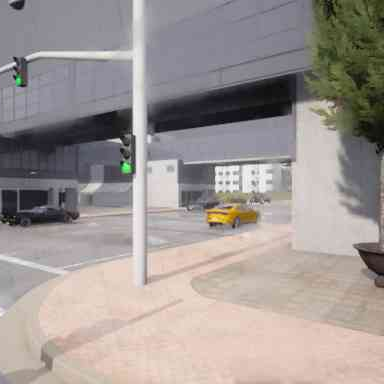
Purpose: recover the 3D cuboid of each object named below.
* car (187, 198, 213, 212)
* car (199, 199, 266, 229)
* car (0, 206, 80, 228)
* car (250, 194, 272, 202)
[{"bbox_3d":[1.321,1.489,38.027,2.128,1.511,4.902,0,0,36],"label":"car"},{"bbox_3d":[2.836,1.483,22.061,1.882,1.535,5.008,0,0,36],"label":"car"},{"bbox_3d":[-10.067,1.599,22.315,1.895,1.301,4.718,0,0,36],"label":"car"},{"bbox_3d":[10.505,0.968,50.549,2.097,1.767,4.553,0,0,36],"label":"car"}]
